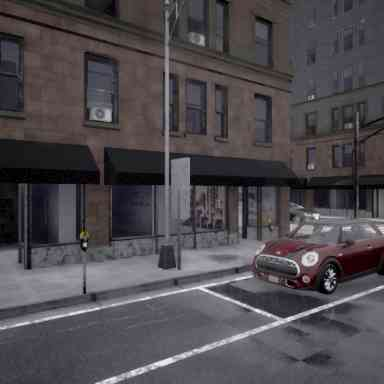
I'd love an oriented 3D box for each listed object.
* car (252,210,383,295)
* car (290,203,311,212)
[{"bbox_3d":[3.464,1.440,8.670,4.097,1.590,1.967,0,0,-36],"label":"car"},{"bbox_3d":[7.071,1.537,24.623,2.128,1.511,4.902,0,0,-35],"label":"car"}]
